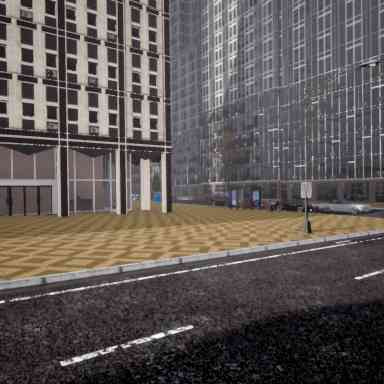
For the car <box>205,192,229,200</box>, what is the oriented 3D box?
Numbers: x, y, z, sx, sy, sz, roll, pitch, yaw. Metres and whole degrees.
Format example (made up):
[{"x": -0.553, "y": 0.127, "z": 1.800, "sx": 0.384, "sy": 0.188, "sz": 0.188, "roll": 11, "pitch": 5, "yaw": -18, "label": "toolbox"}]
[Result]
[{"x": 4.571, "y": 1.157, "z": 48.975, "sx": 1.882, "sy": 1.535, "sz": 5.008, "roll": -1, "pitch": 1, "yaw": -34, "label": "car"}]

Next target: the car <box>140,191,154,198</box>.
[{"x": -11.146, "y": 0.686, "z": 82.184, "sx": 1.967, "sy": 1.590, "sz": 4.097, "roll": 0, "pitch": 1, "yaw": -34, "label": "car"}]

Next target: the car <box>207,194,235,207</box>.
[{"x": 4.369, "y": 1.319, "z": 44.595, "sx": 1.947, "sy": 1.339, "sz": 4.313, "roll": 0, "pitch": 1, "yaw": -34, "label": "car"}]

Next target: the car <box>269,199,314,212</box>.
[{"x": 10.728, "y": 1.424, "z": 35.171, "sx": 1.947, "sy": 1.339, "sz": 4.313, "roll": 0, "pitch": 1, "yaw": -34, "label": "car"}]

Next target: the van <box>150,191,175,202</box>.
[{"x": -5.218, "y": 0.937, "z": 58.691, "sx": 1.690, "sy": 1.788, "sz": 3.998, "roll": 0, "pitch": 1, "yaw": -34, "label": "van"}]

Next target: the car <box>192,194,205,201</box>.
[{"x": 1.698, "y": 1.043, "z": 63.426, "sx": 1.802, "sy": 1.307, "sz": 4.206, "roll": 0, "pitch": 1, "yaw": -34, "label": "car"}]

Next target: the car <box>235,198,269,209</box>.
[{"x": 7.531, "y": 1.388, "z": 39.873, "sx": 1.802, "sy": 1.307, "sz": 4.206, "roll": 0, "pitch": 1, "yaw": -34, "label": "car"}]

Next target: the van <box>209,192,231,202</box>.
[{"x": 4.907, "y": 0.855, "z": 58.733, "sx": 1.690, "sy": 1.788, "sz": 3.998, "roll": 0, "pitch": 1, "yaw": -34, "label": "van"}]

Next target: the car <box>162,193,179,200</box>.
[{"x": -4.724, "y": 0.936, "z": 72.806, "sx": 1.802, "sy": 1.307, "sz": 4.206, "roll": 0, "pitch": 1, "yaw": -34, "label": "car"}]

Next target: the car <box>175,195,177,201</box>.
[{"x": -4.671, "y": 0.926, "z": 62.638, "sx": 1.895, "sy": 1.301, "sz": 4.718, "roll": -1, "pitch": 1, "yaw": -34, "label": "car"}]

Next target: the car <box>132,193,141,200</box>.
[{"x": -11.639, "y": 1.039, "z": 68.073, "sx": 2.008, "sy": 1.369, "sz": 4.403, "roll": 0, "pitch": 1, "yaw": -34, "label": "car"}]

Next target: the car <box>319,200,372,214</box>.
[{"x": 15.311, "y": 1.453, "z": 33.273, "sx": 1.895, "sy": 1.301, "sz": 4.718, "roll": -1, "pitch": 1, "yaw": -34, "label": "car"}]

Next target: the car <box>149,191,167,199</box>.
[{"x": -7.935, "y": 0.615, "z": 77.493, "sx": 2.192, "sy": 1.841, "sz": 5.009, "roll": 0, "pitch": 1, "yaw": -34, "label": "car"}]

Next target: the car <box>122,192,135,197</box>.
[{"x": -17.567, "y": 0.688, "z": 91.565, "sx": 2.008, "sy": 1.369, "sz": 4.403, "roll": 0, "pitch": 1, "yaw": -34, "label": "car"}]
